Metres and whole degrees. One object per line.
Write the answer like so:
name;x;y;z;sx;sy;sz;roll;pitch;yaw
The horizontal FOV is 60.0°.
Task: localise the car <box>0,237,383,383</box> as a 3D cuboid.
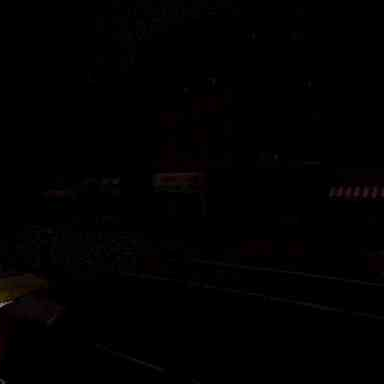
car;0.305;1.316;2.584;5.009;1.841;2.192;0;0;36
